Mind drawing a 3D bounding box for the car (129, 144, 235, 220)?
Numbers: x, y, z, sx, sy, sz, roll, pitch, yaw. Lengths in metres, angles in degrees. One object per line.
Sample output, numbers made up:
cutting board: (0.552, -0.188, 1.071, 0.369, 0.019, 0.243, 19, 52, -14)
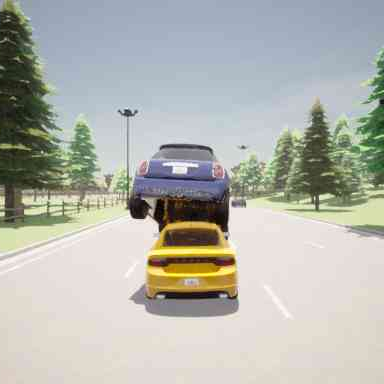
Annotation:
car: (-0.030, 0.110, 8.846, 2.097, 1.767, 4.553, 3, -14, 7)

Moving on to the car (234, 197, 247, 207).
car: (6.993, 1.491, 49.919, 2.128, 1.511, 4.902, 0, 0, 0)

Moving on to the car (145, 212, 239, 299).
car: (-0.005, 1.491, 8.474, 1.882, 1.535, 5.008, -1, 0, 0)
